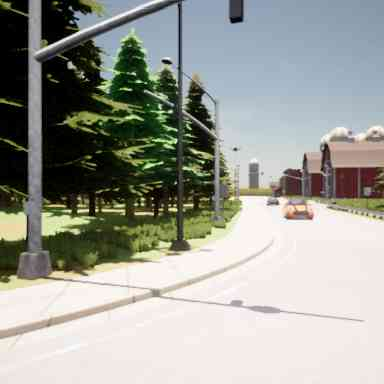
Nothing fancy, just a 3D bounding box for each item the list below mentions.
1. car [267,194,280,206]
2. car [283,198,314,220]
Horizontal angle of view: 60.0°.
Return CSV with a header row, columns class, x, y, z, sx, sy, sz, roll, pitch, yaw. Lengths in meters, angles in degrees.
class,x,y,z,sx,sy,sz,roll,pitch,yaw
car,13.423,1.562,55.315,2.033,1.411,5.357,0,0,9
car,8.866,1.360,27.964,2.097,1.767,4.553,0,0,10
